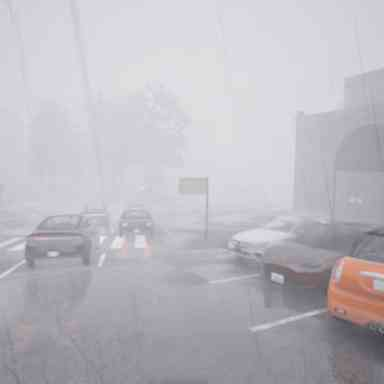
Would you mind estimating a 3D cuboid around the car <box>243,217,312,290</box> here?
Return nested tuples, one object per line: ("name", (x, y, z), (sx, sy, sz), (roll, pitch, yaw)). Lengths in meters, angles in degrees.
("car", (3.968, 1.552, 8.654), (4.792, 1.488, 2.163), (1, 0, -31))

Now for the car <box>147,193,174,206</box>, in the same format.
("car", (-4.295, 0.835, 40.178), (1.895, 1.301, 4.718), (4, 5, 36))

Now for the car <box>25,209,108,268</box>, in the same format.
("car", (-4.319, 1.543, 11.660), (2.128, 1.511, 4.902), (0, -1, -11))

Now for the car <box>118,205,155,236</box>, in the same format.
("car", (-3.228, 1.683, 19.170), (1.895, 1.301, 4.718), (0, 0, -11))

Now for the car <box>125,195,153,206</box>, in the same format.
("car", (-4.682, 1.400, 28.341), (2.128, 1.511, 4.902), (1, 2, -5))

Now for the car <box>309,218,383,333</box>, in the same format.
("car", (4.520, 1.383, 5.762), (4.553, 1.767, 2.185), (1, -1, -31))

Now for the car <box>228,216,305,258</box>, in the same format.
("car", (3.437, 1.577, 11.569), (4.674, 1.452, 2.002), (1, 0, -31))

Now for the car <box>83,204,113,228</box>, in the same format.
("car", (-6.397, 1.536, 22.318), (2.128, 1.511, 4.902), (0, 1, -10))
